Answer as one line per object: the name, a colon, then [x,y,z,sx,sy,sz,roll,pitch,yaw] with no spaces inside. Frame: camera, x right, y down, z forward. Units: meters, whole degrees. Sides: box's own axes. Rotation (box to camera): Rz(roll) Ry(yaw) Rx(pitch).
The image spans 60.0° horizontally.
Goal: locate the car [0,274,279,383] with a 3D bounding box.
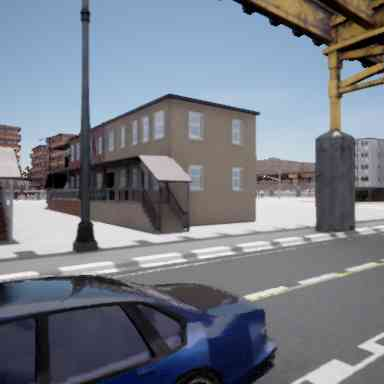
car: [-1.584,1.558,2.844,5.357,1.411,2.033,0,0,-36]
